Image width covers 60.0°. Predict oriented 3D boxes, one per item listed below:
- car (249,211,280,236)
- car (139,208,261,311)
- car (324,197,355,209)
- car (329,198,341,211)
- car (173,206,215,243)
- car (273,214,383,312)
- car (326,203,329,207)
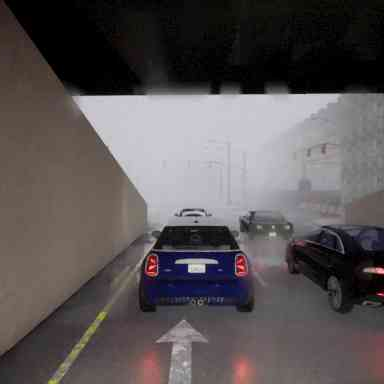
[{"bbox_3d":[3.591,1.601,16.980,1.895,1.301,4.718,0,0,0],"label":"car"},{"bbox_3d":[0.084,1.352,7.920,2.097,1.767,4.553,0,0,0],"label":"car"},{"bbox_3d":[17.552,1.295,39.403,1.853,1.218,4.536,0,0,45],"label":"car"},{"bbox_3d":[17.414,1.453,34.759,2.038,1.542,4.974,0,0,-35],"label":"car"},{"bbox_3d":[0.069,1.526,16.972,1.812,1.442,4.674,0,0,0],"label":"car"},{"bbox_3d":[3.583,1.492,7.654,2.128,1.511,4.902,0,0,0],"label":"car"},{"bbox_3d":[17.516,1.453,39.366,2.038,1.542,4.974,0,0,45],"label":"car"}]
